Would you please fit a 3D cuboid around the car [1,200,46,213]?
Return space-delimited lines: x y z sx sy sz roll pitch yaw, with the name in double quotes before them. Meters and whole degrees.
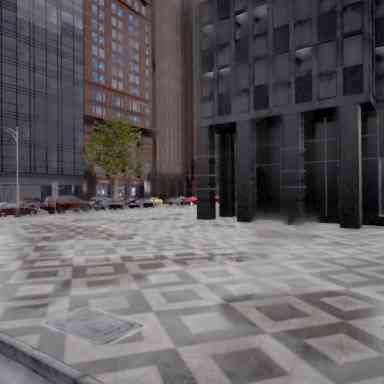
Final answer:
"car" -19.849 1.643 39.346 1.947 1.339 4.313 -1 0 35

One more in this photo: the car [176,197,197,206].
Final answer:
"car" -0.013 1.464 53.047 1.887 1.381 4.507 -1 0 35

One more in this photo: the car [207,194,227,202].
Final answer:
"car" 5.807 1.298 76.456 2.192 1.841 5.009 -1 0 35

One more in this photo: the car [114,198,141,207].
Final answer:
"car" -10.227 1.614 53.262 1.802 1.307 4.206 -1 0 35

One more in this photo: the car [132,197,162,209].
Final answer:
"car" -6.426 1.510 43.770 1.947 1.339 4.313 -1 0 35

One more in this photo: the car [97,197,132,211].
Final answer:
"car" -9.632 1.526 39.133 1.947 1.339 4.313 -1 0 35

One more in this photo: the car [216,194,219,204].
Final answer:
"car" 3.193 1.224 57.687 2.192 1.841 5.009 -1 0 35

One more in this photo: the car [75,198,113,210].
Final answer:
"car" -13.008 1.547 44.390 1.812 1.442 4.674 -1 0 35

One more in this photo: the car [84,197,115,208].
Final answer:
"car" -13.436 1.486 48.623 1.967 1.590 4.097 -1 0 35

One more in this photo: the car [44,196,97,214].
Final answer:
"car" -12.841 1.291 34.496 2.192 1.841 5.009 -1 0 35

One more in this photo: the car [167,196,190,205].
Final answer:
"car" -2.377 1.547 59.594 1.812 1.442 4.674 -1 0 35

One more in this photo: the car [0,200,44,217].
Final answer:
"car" -16.046 1.577 29.857 1.802 1.307 4.206 -1 0 35

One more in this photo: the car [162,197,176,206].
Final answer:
"car" -2.021 1.497 54.741 2.033 1.411 5.357 -1 0 35

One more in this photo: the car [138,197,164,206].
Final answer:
"car" -7.118 1.546 57.760 1.752 1.417 4.829 -1 0 35

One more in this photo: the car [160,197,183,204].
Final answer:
"car" -3.813 1.576 62.539 1.947 1.339 4.313 -1 0 35

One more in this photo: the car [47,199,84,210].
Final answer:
"car" -16.642 1.643 43.984 1.802 1.307 4.206 -1 0 35
